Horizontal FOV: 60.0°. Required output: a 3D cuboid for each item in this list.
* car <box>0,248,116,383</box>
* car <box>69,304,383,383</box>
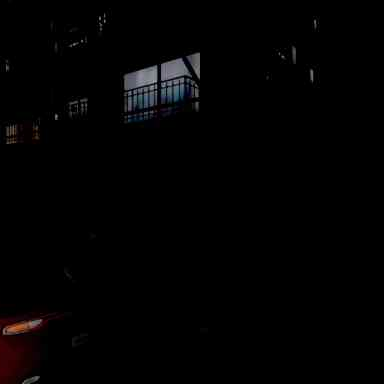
[{"bbox_3d":[-3.087,1.545,5.093,4.507,1.381,1.887,0,0,36],"label":"car"},{"bbox_3d":[1.494,1.566,1.809,4.313,1.339,1.947,0,0,36],"label":"car"}]
